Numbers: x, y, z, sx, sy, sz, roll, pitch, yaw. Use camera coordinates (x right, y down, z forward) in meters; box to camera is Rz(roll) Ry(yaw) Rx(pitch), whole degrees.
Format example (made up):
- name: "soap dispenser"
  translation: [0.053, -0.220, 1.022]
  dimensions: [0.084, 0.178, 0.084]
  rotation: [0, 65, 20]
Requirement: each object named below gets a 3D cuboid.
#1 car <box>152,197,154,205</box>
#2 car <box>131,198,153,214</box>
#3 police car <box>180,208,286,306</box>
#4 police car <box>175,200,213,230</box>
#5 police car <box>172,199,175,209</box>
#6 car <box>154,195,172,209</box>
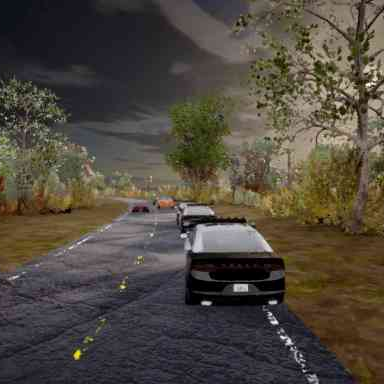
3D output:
- name: "car"
  translation: [-5.858, 1.346, 57.945]
  dimensions: [2.097, 1.767, 4.553]
  rotation: [0, 0, -12]
- name: "car"
  translation: [-5.330, 1.599, 34.921]
  dimensions: [1.895, 1.301, 4.718]
  rotation: [0, 0, -7]
- name: "police car"
  translation: [0.745, 1.425, 8.237]
  dimensions: [1.930, 1.638, 5.238]
  rotation: [0, 0, -2]
- name: "police car"
  translation: [0.242, 1.424, 18.303]
  dimensions: [1.930, 1.638, 5.238]
  rotation: [0, 0, -4]
- name: "police car"
  translation: [-0.220, 1.423, 24.333]
  dimensions: [1.930, 1.638, 5.238]
  rotation: [0, 0, -5]
- name: "car"
  translation: [-3.685, 1.348, 45.648]
  dimensions: [2.097, 1.767, 4.553]
  rotation: [0, 0, -9]
